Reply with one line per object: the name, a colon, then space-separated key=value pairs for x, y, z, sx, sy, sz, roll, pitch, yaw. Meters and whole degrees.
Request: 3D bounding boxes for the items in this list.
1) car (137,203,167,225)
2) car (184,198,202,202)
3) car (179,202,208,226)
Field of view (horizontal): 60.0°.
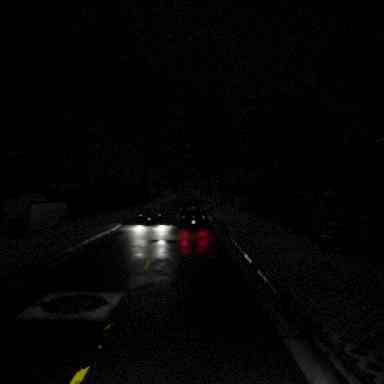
car: x=-2.845 y=1.523 z=24.509 sx=1.812 sy=1.442 sz=4.674 roll=0 pitch=0 yaw=0
car: x=0.090 y=1.439 z=39.461 sx=1.837 sy=1.490 sz=4.892 roll=0 pitch=0 yaw=0
car: x=0.096 y=1.603 z=23.138 sx=1.895 sy=1.301 sz=4.718 roll=0 pitch=0 yaw=0
